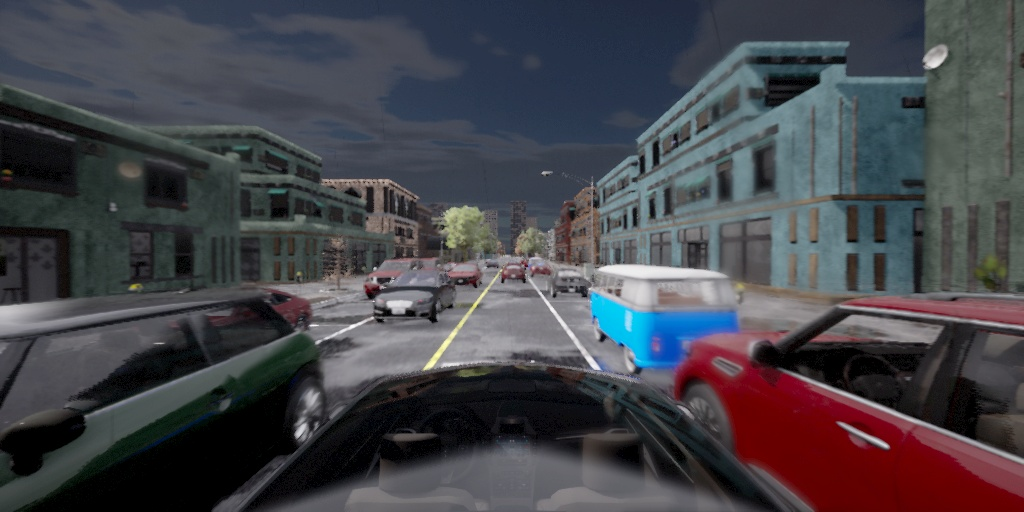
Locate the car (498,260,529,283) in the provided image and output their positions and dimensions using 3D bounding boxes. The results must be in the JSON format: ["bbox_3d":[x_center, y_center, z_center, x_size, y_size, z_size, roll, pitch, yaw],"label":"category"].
[{"bbox_3d":[0.105,1.276,28.094,1.812,1.442,4.674,0,0,0],"label":"car"}]

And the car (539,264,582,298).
[{"bbox_3d":[2.699,1.301,18.305,2.007,1.370,4.403,0,0,0],"label":"car"}]

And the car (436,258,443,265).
[{"bbox_3d":[-5.680,1.065,23.851,2.192,1.841,5.009,0,0,0],"label":"car"}]

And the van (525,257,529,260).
[{"bbox_3d":[2.705,1.090,40.481,1.690,1.789,3.998,0,0,0],"label":"van"}]

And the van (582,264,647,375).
[{"bbox_3d":[2.696,1.091,7.217,1.690,1.789,3.998,0,0,0],"label":"van"}]

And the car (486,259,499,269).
[{"bbox_3d":[-3.024,1.296,57.052,2.033,1.411,5.357,0,0,1],"label":"car"}]

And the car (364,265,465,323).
[{"bbox_3d":[-3.087,1.242,12.238,2.128,1.511,4.902,0,0,0],"label":"car"}]

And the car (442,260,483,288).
[{"bbox_3d":[-3.030,1.228,23.721,1.882,1.535,5.008,0,0,0],"label":"car"}]

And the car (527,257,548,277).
[{"bbox_3d":[2.703,1.190,34.937,1.967,1.591,4.097,0,0,0],"label":"car"}]

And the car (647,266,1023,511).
[{"bbox_3d":[2.695,1.065,1.673,2.192,1.841,5.009,0,0,0],"label":"car"}]

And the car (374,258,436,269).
[{"bbox_3d":[-5.682,1.065,18.307,2.192,1.841,5.009,0,0,0],"label":"car"}]

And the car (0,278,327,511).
[{"bbox_3d":[-3.099,1.102,2.059,2.097,1.767,4.553,0,0,0],"label":"car"}]
